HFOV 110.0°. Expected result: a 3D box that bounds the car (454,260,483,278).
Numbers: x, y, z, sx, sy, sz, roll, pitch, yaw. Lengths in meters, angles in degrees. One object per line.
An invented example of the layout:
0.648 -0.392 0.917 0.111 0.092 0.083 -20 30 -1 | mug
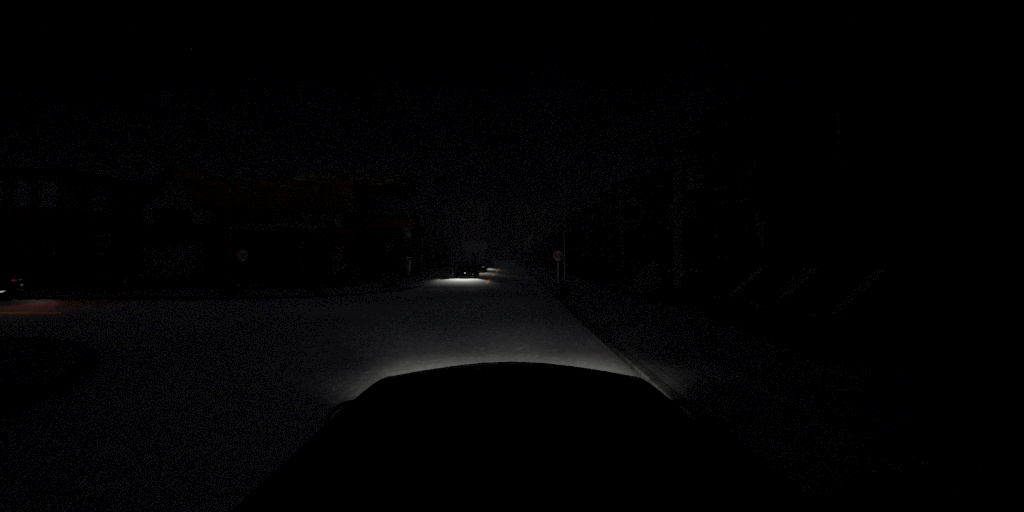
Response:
-4.150 1.314 33.575 1.994 1.385 4.181 0 0 0 | car

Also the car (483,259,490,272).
-4.155 1.228 44.974 1.882 1.535 5.008 0 0 0 | car

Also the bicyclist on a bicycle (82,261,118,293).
-21.605 1.099 18.841 0.582 1.620 1.656 0 0 0 | bicyclist on a bicycle

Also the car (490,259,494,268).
-4.088 1.243 60.690 2.128 1.511 4.902 0 0 0 | car

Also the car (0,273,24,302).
-23.153 1.241 14.587 4.902 1.511 2.128 0 0 1 | car
